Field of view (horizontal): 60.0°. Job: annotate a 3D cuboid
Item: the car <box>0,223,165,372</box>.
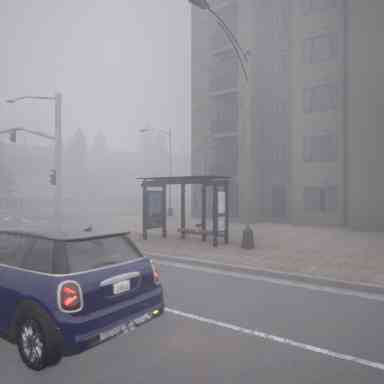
[{"bbox_3d":[-2.718,1.352,5.913,4.553,1.767,2.097,0,0,35],"label":"car"}]
